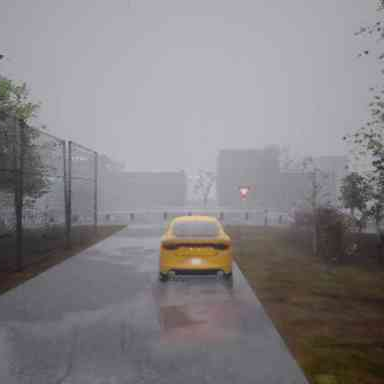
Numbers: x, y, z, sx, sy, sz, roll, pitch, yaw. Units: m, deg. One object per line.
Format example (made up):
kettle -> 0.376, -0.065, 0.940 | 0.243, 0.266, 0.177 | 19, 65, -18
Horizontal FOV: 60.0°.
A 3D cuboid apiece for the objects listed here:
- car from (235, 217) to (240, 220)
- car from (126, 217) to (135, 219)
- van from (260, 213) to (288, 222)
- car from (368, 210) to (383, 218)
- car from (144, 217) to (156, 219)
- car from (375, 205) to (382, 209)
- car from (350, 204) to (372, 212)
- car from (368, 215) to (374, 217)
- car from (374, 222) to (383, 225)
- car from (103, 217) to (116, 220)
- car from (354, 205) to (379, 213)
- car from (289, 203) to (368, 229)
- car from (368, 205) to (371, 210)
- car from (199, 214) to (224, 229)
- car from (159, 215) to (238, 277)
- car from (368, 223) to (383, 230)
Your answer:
car -> 5.726, 4.412, 48.743 | 2.231, 1.521, 4.892 | 0, 0, -18
car -> -9.134, 4.405, 49.376 | 1.946, 1.575, 5.366 | 0, 0, -18
van -> 11.594, 4.186, 48.670 | 1.878, 1.987, 4.442 | 0, 0, -18
car -> 26.404, 4.159, 48.119 | 2.435, 2.045, 5.566 | 0, 0, -18
car -> -6.095, 4.438, 49.088 | 2.163, 1.488, 4.792 | 0, 0, -18
car -> 40.787, 4.127, 69.426 | 5.366, 1.575, 1.946 | -1, 0, -17
car -> 41.258, 3.857, 81.364 | 4.553, 1.767, 2.185 | -1, 0, -17
car -> 23.487, 4.440, 48.173 | 2.163, 1.488, 4.792 | 0, 0, -18
car -> 19.822, 4.378, 31.324 | 2.435, 2.045, 5.566 | 0, 2, -18
car -> -12.021, 4.407, 49.296 | 2.097, 1.535, 5.008 | 0, 0, -18
car -> 41.126, 4.020, 78.365 | 5.008, 1.535, 2.097 | -1, 1, -17
car -> 9.988, 1.708, 24.683 | 4.553, 1.767, 2.097 | 4, 1, 3
car -> 40.772, 4.135, 72.374 | 4.674, 1.452, 2.002 | -1, 0, -17
car -> 2.753, 4.285, 48.865 | 2.185, 1.767, 4.553 | 0, 0, -18
car -> 0.099, 1.465, 10.242 | 1.882, 1.535, 5.008 | 0, 0, 0
car -> 16.764, 4.377, 31.460 | 2.435, 2.045, 5.566 | -1, 2, -18
